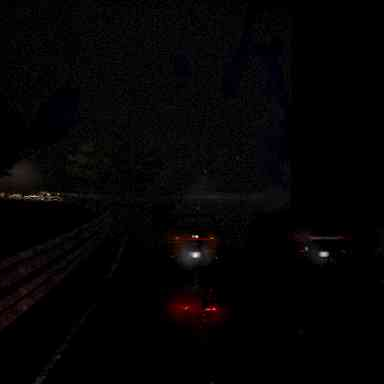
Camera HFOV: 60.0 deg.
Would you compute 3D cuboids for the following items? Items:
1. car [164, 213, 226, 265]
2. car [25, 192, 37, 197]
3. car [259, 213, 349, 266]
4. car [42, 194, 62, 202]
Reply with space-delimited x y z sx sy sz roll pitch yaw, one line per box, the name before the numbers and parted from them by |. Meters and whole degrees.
car | 0.094 1.492 11.656 1.837 1.490 4.892 0 0 0
car | -34.048 0.741 70.915 1.994 1.385 4.181 0 1 -39
car | 3.597 1.475 11.497 2.128 1.511 4.902 0 0 0
car | -26.628 1.035 63.262 5.357 1.411 2.033 1 1 44
